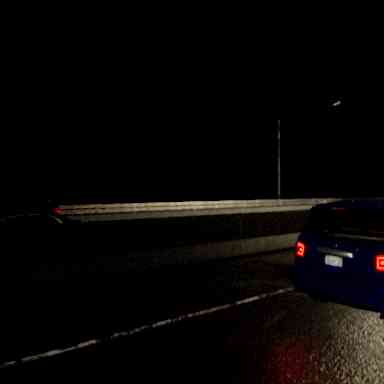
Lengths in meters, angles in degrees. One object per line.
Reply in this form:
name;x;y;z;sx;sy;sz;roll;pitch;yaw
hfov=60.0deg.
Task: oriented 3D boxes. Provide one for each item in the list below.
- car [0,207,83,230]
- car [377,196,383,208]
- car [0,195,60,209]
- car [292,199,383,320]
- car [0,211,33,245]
car;-6.485;1.498;12.264;4.892;1.490;1.837;0;0;-36
car;26.912;1.346;44.564;4.892;1.490;1.837;0;0;-36
car;-10.135;1.212;18.259;5.566;2.045;2.150;0;0;-36
car;4.450;1.191;6.915;5.566;2.045;2.150;0;0;-36
car;-9.604;1.599;14.339;4.718;1.301;1.895;0;0;-36
